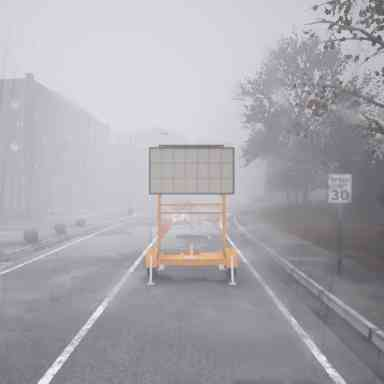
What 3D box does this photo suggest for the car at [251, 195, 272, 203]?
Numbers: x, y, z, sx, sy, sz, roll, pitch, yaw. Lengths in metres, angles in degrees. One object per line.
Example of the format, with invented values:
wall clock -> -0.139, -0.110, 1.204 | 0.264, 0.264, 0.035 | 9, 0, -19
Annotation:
car -> 13.203, 1.244, 62.921 | 4.674, 1.442, 1.812 | -1, 0, -35

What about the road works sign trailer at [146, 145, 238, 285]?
road works sign trailer -> -0.011, 0.467, 9.484 | 2.380, 3.560, 2.880 | 0, 0, 0

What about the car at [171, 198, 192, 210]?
car -> -1.260, 1.485, 42.147 | 2.128, 1.511, 4.902 | -1, 0, 11
